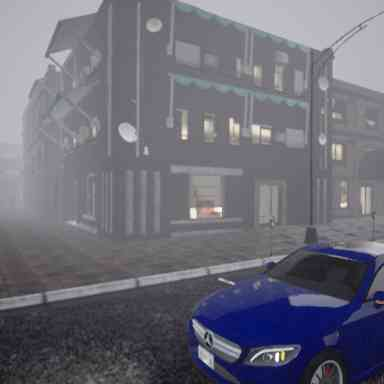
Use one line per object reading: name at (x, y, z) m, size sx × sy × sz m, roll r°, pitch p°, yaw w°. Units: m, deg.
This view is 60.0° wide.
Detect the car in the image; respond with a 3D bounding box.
car at (2.163, 1.480, 4.714) m, size 4.674 × 1.442 × 1.812 m, roll -1°, pitch 0°, yaw -30°
